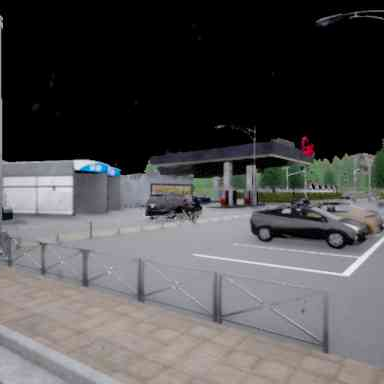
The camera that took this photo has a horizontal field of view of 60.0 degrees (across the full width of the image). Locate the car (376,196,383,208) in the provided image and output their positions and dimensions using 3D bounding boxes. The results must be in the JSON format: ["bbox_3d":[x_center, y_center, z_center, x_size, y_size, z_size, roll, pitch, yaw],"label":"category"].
[{"bbox_3d":[26.582,1.356,43.987,3.806,1.475,1.970,0,0,36],"label":"car"}]

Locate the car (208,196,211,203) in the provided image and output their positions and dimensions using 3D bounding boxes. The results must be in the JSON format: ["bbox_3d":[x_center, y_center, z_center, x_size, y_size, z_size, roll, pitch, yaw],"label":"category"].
[{"bbox_3d":[1.874,1.451,66.776,2.242,1.667,4.611,0,0,36],"label":"car"}]

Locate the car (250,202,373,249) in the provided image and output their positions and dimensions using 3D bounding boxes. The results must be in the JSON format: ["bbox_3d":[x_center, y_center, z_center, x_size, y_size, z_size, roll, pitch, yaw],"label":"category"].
[{"bbox_3d":[4.649,1.336,13.700,4.514,1.523,2.007,0,0,36],"label":"car"}]

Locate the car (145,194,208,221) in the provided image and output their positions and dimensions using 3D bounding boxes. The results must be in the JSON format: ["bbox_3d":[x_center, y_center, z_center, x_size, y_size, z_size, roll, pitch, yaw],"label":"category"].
[{"bbox_3d":[-1.385,1.208,27.348,2.150,2.045,5.566,0,0,37],"label":"car"}]

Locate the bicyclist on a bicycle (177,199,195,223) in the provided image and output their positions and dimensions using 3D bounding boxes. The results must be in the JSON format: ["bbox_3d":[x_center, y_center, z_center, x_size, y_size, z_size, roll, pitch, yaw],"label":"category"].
[{"bbox_3d":[-0.352,1.290,22.298,1.656,1.620,0.582,0,0,36],"label":"bicyclist on a bicycle"}]

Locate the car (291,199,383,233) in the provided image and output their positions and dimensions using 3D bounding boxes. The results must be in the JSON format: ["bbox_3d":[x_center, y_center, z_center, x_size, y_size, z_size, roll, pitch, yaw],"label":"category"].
[{"bbox_3d":[6.453,1.327,16.267,5.027,1.636,2.152,0,0,36],"label":"car"}]

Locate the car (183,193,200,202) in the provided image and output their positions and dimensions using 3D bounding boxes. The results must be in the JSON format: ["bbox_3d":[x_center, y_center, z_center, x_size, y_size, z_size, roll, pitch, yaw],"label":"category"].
[{"bbox_3d":[-0.148,1.279,73.615,1.905,1.878,3.866,0,0,36],"label":"car"}]
